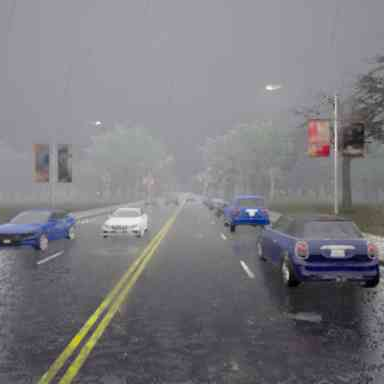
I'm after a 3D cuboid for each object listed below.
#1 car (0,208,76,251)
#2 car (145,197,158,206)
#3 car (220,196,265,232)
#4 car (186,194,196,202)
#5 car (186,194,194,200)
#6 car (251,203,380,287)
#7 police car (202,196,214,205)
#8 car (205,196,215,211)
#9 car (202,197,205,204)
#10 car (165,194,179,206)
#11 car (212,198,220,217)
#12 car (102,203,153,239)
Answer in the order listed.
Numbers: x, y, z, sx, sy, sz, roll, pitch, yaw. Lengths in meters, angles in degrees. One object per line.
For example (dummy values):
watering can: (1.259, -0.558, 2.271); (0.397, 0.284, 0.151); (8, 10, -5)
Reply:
car: (-6.622, 1.504, 14.396); (1.882, 1.535, 5.008); (0, 0, 0)
car: (-6.754, 1.609, 55.476); (1.837, 1.490, 4.892); (0, 0, 0)
car: (3.215, 1.259, 20.579); (2.150, 2.045, 5.566); (0, 0, 0)
car: (-0.321, 1.532, 73.557); (1.812, 1.442, 4.674); (0, 0, 0)
car: (-0.487, 1.405, 91.812); (2.097, 1.767, 4.553); (0, 0, -1)
car: (3.238, 1.370, 9.514); (2.097, 1.767, 4.553); (0, 0, 0)
police car: (2.994, 1.625, 64.571); (2.038, 1.542, 4.974); (0, 0, 0)
car: (3.128, 1.582, 42.590); (2.163, 1.488, 4.792); (0, 0, 0)
car: (3.067, 1.531, 53.565); (2.033, 1.649, 4.856); (0, 0, 0)
car: (-3.501, 1.332, 59.142); (2.150, 2.045, 5.566); (0, 0, 0)
car: (3.177, 1.563, 31.555); (1.837, 1.490, 4.892); (0, 0, 0)
car: (-3.380, 1.558, 17.743); (1.812, 1.442, 4.674); (0, 0, 0)
